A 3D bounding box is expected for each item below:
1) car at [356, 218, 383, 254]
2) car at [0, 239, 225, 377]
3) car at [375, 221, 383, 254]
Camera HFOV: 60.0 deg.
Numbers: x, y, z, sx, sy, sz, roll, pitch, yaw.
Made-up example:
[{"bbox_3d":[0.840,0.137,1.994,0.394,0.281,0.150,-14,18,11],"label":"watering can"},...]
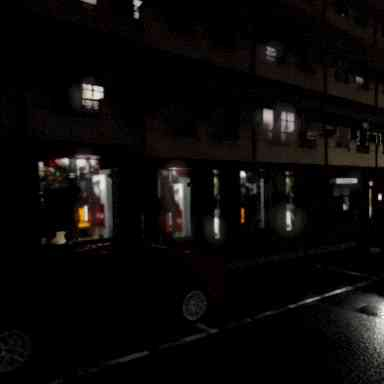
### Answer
[{"bbox_3d":[7.735,1.515,12.089,4.313,1.339,1.947,0,-1,-35],"label":"car"},{"bbox_3d":[-1.491,1.538,5.511,4.507,1.381,1.887,0,-1,-35],"label":"car"},{"bbox_3d":[6.702,1.468,8.126,4.892,1.490,1.837,0,0,-35],"label":"car"}]
